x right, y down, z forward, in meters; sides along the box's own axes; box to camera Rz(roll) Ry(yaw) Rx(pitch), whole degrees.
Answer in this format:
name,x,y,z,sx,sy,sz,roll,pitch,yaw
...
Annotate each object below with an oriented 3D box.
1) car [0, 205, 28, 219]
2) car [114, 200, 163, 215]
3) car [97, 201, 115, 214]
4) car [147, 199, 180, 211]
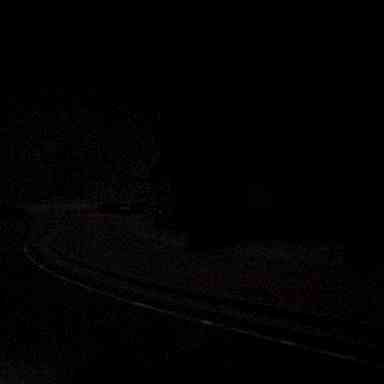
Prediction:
name,x,y,z,sx,sy,sz,roll,pitch,yaw
car,-17.714,1.930,30.954,2.033,1.411,5.357,-1,0,12
car,-6.182,1.873,39.325,2.033,1.411,5.357,-1,-1,34
car,-9.269,1.842,40.536,1.882,1.535,5.008,-1,0,31
car,-4.058,1.843,48.392,1.882,1.535,5.008,-1,0,35
